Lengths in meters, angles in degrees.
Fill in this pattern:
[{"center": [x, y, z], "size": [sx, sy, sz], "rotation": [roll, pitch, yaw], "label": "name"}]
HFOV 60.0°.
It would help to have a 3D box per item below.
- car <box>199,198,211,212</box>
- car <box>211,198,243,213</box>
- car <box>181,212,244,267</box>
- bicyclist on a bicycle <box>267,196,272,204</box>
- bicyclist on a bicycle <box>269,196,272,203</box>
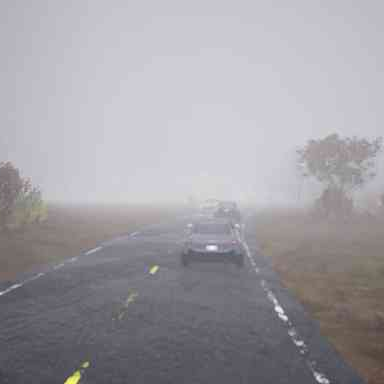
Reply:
[{"center": [2.257, 1.532, 38.319], "size": [2.097, 1.767, 4.553], "rotation": [0, 0, 15], "label": "car"}, {"center": [3.151, 1.483, 28.175], "size": [2.097, 1.767, 4.553], "rotation": [0, 0, 11], "label": "car"}, {"center": [0.752, 1.616, 11.759], "size": [1.994, 1.385, 4.181], "rotation": [0, 0, 5], "label": "car"}, {"center": [17.193, 1.846, 74.994], "size": [0.582, 1.620, 1.656], "rotation": [0, -1, 17], "label": "bicyclist on a bicycle"}, {"center": [19.773, 1.813, 83.612], "size": [0.659, 1.776, 1.843], "rotation": [0, 0, 17], "label": "bicyclist on a bicycle"}]
